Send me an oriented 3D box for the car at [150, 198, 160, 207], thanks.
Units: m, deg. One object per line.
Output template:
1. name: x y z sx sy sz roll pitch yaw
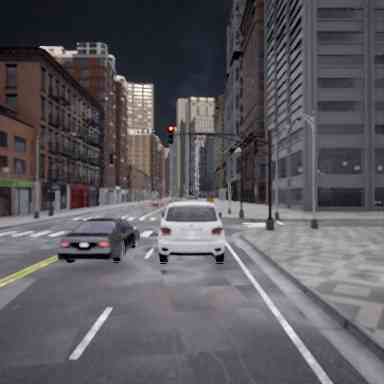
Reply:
1. car: -6.619 1.933 62.748 2.097 1.767 4.553 0 -1 1

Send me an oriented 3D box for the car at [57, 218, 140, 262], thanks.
1. car: -3.253 1.670 12.538 2.033 1.411 5.357 0 -1 0

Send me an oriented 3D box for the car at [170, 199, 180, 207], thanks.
1. car: -3.321 2.114 65.745 1.837 1.490 4.892 0 0 0

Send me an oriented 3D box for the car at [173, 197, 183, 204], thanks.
1. car: -3.357 1.962 78.757 2.097 1.767 4.553 0 -1 0

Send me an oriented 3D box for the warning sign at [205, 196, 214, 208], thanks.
1. warning sign: 2.777 1.605 52.284 1.300 1.860 1.060 0 -1 0

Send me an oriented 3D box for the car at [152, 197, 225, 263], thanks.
1. car: -0.005 1.348 12.592 2.150 2.045 5.566 0 0 0

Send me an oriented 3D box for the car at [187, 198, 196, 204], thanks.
1. car: -0.107 2.147 78.790 2.033 1.411 5.357 0 -1 0
